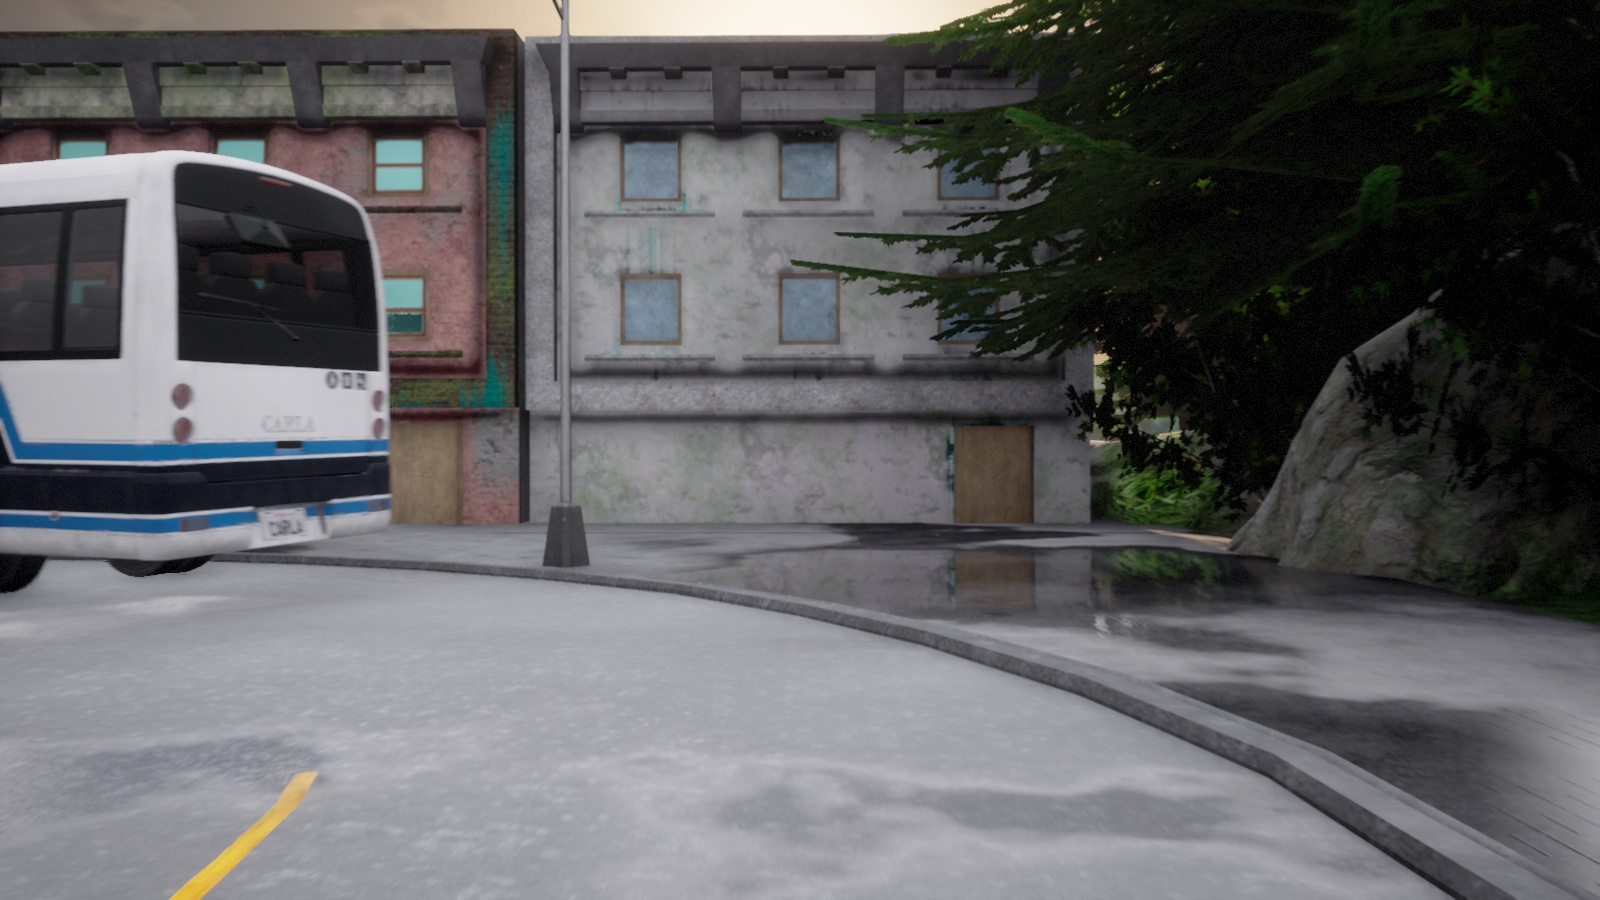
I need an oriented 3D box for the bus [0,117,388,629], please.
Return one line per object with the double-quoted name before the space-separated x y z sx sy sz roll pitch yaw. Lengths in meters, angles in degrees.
"bus" -10.164 -0.737 13.956 10.273 4.253 3.944 1 1 19
